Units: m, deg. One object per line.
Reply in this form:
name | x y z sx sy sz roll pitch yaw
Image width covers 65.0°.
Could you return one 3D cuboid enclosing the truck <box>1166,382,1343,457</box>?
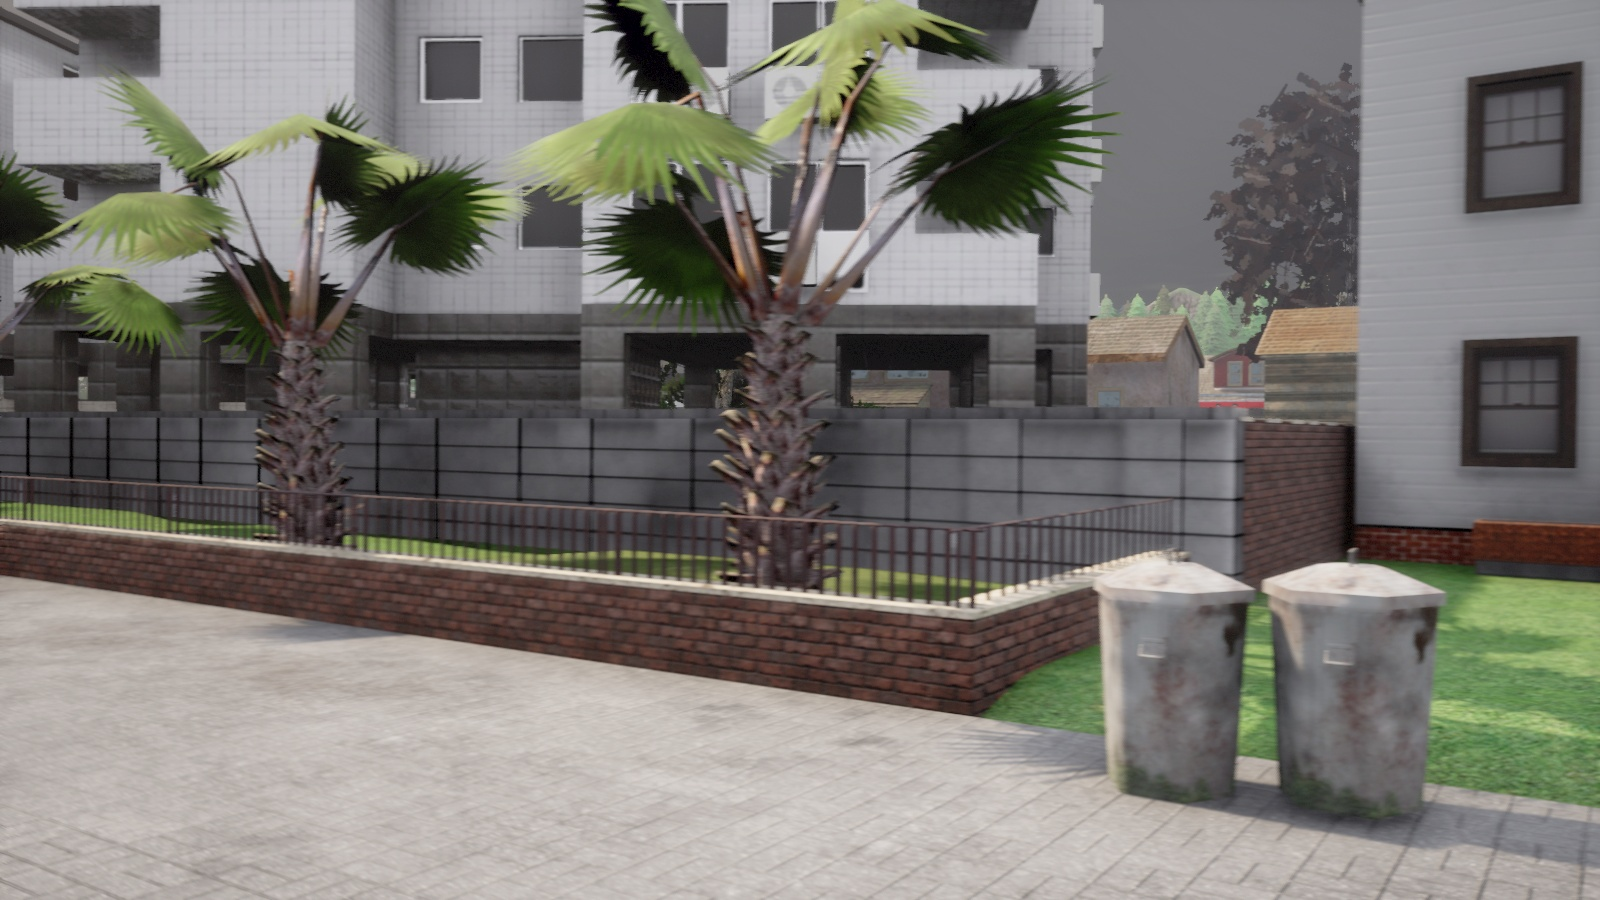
truck | 24.324 -1.573 67.376 8.468 3.827 2.891 0 1 34
